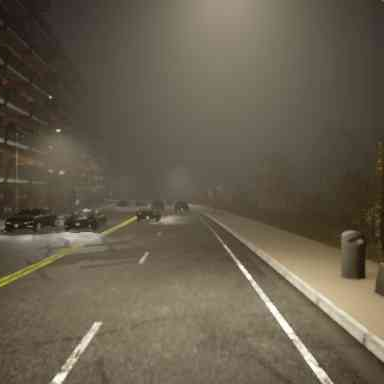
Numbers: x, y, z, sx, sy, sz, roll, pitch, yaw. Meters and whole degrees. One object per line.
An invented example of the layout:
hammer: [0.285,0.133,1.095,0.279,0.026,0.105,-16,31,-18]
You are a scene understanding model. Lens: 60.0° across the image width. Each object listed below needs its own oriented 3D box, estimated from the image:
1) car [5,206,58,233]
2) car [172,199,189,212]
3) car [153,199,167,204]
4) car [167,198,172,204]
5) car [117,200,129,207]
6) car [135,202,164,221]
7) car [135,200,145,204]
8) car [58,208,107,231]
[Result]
car: [-10.219,1.732,21.620,1.837,1.490,4.892,0,-1,-2]
car: [-1.468,1.936,45.125,1.837,1.490,4.892,0,0,-4]
car: [-5.300,1.978,52.111,1.882,1.535,5.008,0,0,-5]
car: [-5.539,2.274,81.120,2.128,1.511,4.902,0,0,-9]
car: [-13.003,2.165,62.713,1.994,1.385,4.181,0,0,-6]
car: [-3.839,1.900,30.346,1.895,1.301,4.718,0,-1,-3]
car: [-9.764,2.150,63.097,2.033,1.411,5.357,0,0,-6]
car: [-6.985,1.791,22.167,1.994,1.385,4.181,0,-1,-2]
